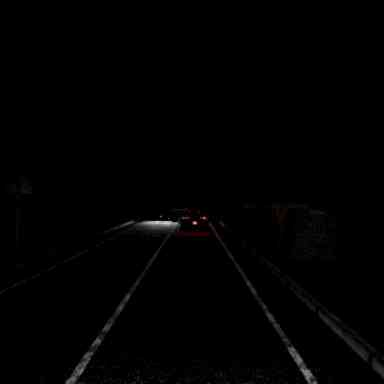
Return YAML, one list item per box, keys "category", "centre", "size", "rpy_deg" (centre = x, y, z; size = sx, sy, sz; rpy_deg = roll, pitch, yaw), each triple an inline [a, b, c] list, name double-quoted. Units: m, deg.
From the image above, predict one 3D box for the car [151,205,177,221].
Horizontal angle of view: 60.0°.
- category: "car"
  centre: [-2.944, 2.217, 33.822]
  size: [1.994, 1.385, 4.181]
  rpy_deg: [1, -1, 0]

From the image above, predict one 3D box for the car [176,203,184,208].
- category: "car"
  centre: [-2.675, 3.095, 74.889]
  size: [2.033, 1.411, 5.357]
  rpy_deg: [1, -1, 0]

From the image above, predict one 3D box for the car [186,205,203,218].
- category: "car"
  centre: [0.289, 2.460, 42.847]
  size: [2.033, 1.411, 5.357]
  rpy_deg: [1, -1, 0]

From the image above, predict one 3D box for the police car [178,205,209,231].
- category: "police car"
  centre: [0.213, 2.016, 24.919]
  size: [2.038, 1.542, 4.974]
  rpy_deg: [1, -2, 0]
